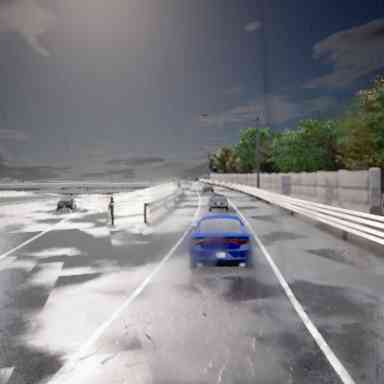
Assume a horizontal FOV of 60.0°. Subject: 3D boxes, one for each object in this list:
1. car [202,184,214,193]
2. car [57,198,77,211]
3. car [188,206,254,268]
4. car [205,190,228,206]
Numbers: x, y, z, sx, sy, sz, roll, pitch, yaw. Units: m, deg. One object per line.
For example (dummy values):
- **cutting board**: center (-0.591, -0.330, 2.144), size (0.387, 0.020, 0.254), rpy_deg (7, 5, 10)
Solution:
- **car**: center (2.828, -0.605, 58.377), size (1.837, 1.490, 4.892), rpy_deg (-1, 4, -1)
- **car**: center (-15.288, 1.455, 40.708), size (1.837, 1.490, 4.892), rpy_deg (-1, 1, -13)
- **car**: center (0.976, 1.497, 11.402), size (1.882, 1.535, 5.008), rpy_deg (-1, 1, 5)
- **car**: center (2.435, 0.928, 31.291), size (2.033, 1.411, 5.357), rpy_deg (-1, 3, 3)
